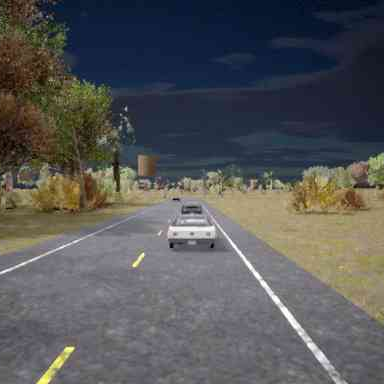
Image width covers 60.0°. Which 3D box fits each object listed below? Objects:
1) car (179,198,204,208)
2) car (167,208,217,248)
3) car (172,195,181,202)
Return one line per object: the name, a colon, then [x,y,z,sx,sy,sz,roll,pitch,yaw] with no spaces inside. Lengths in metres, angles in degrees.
car: [0.000,1.501,29.652,1.837,1.490,4.892,0,0,0]
car: [0.000,1.609,14.681,1.895,1.301,4.718,0,0,0]
car: [-3.500,1.443,75.929,2.033,1.411,5.357,0,0,0]
